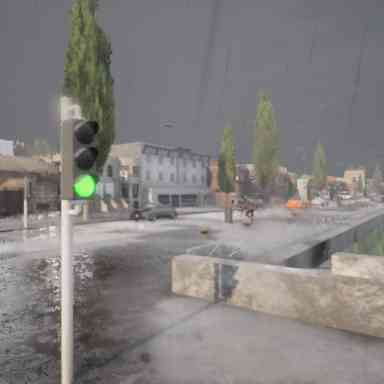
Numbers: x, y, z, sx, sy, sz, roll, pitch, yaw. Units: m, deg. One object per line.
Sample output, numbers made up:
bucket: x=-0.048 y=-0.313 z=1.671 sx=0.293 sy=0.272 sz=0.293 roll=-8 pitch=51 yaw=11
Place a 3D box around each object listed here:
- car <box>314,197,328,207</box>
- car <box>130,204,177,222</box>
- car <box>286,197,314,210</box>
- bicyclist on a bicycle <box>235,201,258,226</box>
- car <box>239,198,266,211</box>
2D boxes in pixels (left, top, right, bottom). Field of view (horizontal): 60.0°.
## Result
car: x=19.860 y=1.577 z=52.106 sx=1.812 sy=1.442 sz=4.674 roll=0 pitch=0 yaw=35
car: x=-3.052 y=1.634 z=26.980 sx=1.994 sy=1.385 sz=4.181 roll=0 pitch=0 yaw=35
car: x=14.079 y=1.404 z=43.902 sx=2.097 sy=1.767 sz=4.553 roll=0 pitch=0 yaw=36
bicyclist on a bicycle: x=3.532 y=1.386 z=21.750 sx=1.656 sy=1.620 sz=0.582 roll=-1 pitch=0 yaw=35
car: x=7.761 y=1.574 z=42.136 sx=1.837 sy=1.490 sz=4.892 roll=0 pitch=0 yaw=36
